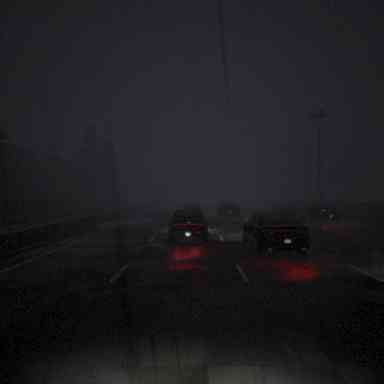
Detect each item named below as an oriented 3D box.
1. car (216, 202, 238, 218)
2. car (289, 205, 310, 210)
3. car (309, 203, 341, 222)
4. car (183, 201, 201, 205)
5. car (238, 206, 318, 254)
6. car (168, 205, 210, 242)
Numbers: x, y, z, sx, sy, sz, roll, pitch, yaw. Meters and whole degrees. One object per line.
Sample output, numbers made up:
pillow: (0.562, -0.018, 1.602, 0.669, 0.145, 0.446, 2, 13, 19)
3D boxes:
car: (3.474, 1.678, 32.571, 1.882, 1.535, 5.008, 0, 0, 0)
car: (6.907, 1.702, 24.816, 1.994, 1.385, 4.181, 0, 0, 0)
car: (10.430, 1.634, 27.298, 2.128, 1.511, 4.902, 0, 0, 0)
car: (0.011, 1.719, 36.927, 1.882, 1.535, 5.008, 0, 0, 0)
car: (3.314, 1.557, 13.912, 1.882, 1.535, 5.008, 0, 0, 0)
car: (-0.159, 1.617, 17.018, 1.837, 1.490, 4.892, 0, 0, 0)
